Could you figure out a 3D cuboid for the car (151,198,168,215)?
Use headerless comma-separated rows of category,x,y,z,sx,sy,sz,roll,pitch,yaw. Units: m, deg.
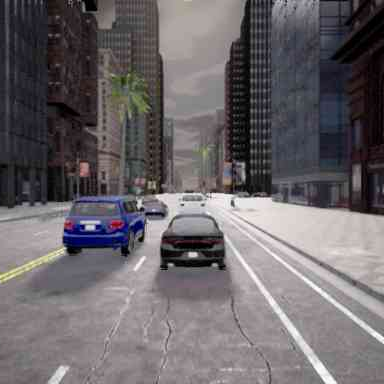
car,-3.178,1.481,29.716,1.994,1.385,4.181,0,0,0

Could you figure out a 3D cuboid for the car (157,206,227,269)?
car,0.048,1.447,11.035,1.882,1.535,5.008,0,0,1

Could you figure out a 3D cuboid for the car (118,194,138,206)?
car,-9.830,1.214,51.466,2.097,1.767,4.553,0,0,0

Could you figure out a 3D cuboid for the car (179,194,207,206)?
car,0.063,1.146,28.062,2.150,2.045,5.566,0,0,0

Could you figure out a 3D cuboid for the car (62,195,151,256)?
car,-3.185,1.186,13.145,2.150,2.045,5.566,0,0,0

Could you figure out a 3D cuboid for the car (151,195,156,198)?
car,-6.581,1.214,51.570,2.097,1.767,4.553,0,0,0
